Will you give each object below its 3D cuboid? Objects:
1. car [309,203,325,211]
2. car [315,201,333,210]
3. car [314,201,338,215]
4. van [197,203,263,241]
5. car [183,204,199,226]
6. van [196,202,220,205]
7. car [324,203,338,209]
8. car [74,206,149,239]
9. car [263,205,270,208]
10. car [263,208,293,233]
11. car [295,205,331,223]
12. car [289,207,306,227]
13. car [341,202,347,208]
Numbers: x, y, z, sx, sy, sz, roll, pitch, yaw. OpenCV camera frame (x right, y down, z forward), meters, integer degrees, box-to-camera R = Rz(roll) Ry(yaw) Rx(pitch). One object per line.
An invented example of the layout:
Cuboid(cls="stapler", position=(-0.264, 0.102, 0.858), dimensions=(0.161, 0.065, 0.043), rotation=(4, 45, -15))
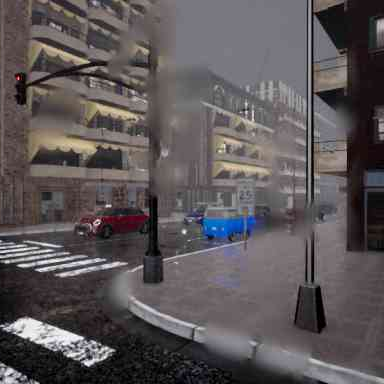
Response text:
Cuboid(cls="car", position=(24.159, 2.889, 64.299), dimensions=(1.802, 1.307, 4.206), rotation=(-1, -2, 35))
Cuboid(cls="car", position=(27.369, 2.729, 68.819), dimensions=(2.192, 1.841, 5.009), rotation=(-1, -2, 35))
Cuboid(cls="car", position=(19.577, 2.512, 47.845), dimensions=(1.837, 1.490, 4.892), rotation=(0, -1, 35))
Cuboid(cls="van", position=(2.229, 1.704, 18.787), dimensions=(1.690, 1.788, 3.998), rotation=(-1, -2, 35))
Cuboid(cls="car", position=(1.204, 2.005, 27.535), dimensions=(1.812, 1.442, 4.674), rotation=(0, -1, 35))
Cuboid(cls="van", position=(1.681, 1.903, 32.709), dimensions=(1.690, 1.788, 3.998), rotation=(-1, -2, 35))
Cuboid(cls="car", position=(30.581, 3.064, 73.327), dimensions=(1.887, 1.381, 4.507), rotation=(-1, -2, 35))
Cuboid(cls="car", position=(-4.549, 1.639, 19.411), dimensions=(2.097, 1.767, 4.553), rotation=(0, -1, 35))
Cuboid(cls="car", position=(7.184, 2.183, 35.933), dimensions=(1.837, 1.490, 4.892), rotation=(0, -1, 35))
Cuboid(cls="car", position=(5.303, 2.035, 23.394), dimensions=(1.947, 1.339, 4.313), rotation=(-1, -2, 35))
Cuboid(cls="car", position=(11.725, 2.233, 32.422), dimensions=(2.008, 1.369, 4.403), rotation=(-1, -2, 35))
Cuboid(cls="car", position=(8.513, 2.158, 27.907), dimensions=(1.802, 1.307, 4.206), rotation=(-1, -2, 35))
Cuboid(cls="car", position=(40.118, 3.376, 86.733), dimensions=(1.752, 1.417, 4.829), rotation=(-1, -2, 35))
